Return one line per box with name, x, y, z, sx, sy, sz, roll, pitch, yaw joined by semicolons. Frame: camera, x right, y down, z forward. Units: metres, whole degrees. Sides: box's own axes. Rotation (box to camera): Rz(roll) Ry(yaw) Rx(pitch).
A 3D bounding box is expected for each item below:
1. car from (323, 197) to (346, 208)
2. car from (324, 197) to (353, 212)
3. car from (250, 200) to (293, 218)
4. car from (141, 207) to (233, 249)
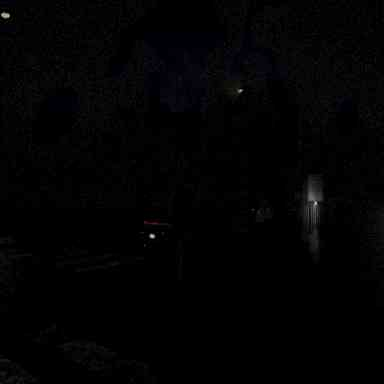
car;19.633;1.377;45.723;1.994;1.385;4.181;0;0;36
car;16.137;1.274;36.101;1.882;1.535;5.008;0;0;36
car;6.948;1.354;28.518;2.033;1.411;5.357;0;0;36
car;-0.010;1.360;13.990;2.128;1.511;4.902;0;0;36
